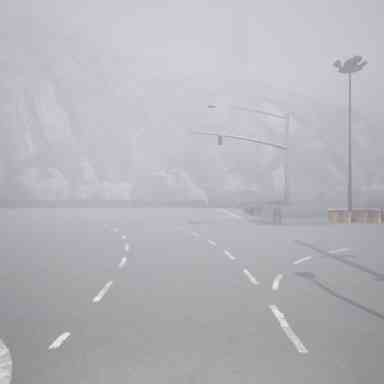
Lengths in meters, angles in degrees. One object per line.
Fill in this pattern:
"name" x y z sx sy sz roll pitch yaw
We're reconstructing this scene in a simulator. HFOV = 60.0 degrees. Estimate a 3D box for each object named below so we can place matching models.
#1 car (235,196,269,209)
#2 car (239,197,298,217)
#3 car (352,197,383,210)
"car" 7.542 1.264 40.666 4.553 1.767 2.097 0 0 -3
"car" 7.142 1.443 30.138 4.892 1.490 1.837 1 0 -3
"car" 22.549 1.409 41.439 4.902 1.511 2.128 0 0 -3
